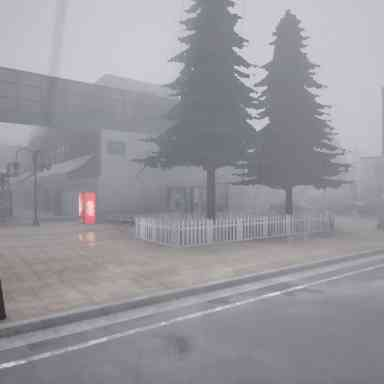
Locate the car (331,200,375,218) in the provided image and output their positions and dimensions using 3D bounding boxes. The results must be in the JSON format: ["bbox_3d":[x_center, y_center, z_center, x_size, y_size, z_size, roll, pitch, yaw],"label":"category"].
[{"bbox_3d":[14.059,1.462,30.509,1.882,1.535,5.008,0,0,-33],"label":"car"}]

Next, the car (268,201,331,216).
[{"bbox_3d":[9.582,1.532,30.796,2.033,1.411,5.357,0,0,-34],"label":"car"}]
